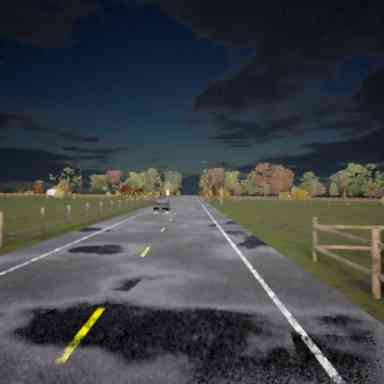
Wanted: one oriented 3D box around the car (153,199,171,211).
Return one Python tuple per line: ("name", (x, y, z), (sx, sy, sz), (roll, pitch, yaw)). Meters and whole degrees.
("car", (-3.588, 1.576, 40.630), (2.033, 1.411, 5.357), (0, 0, 0))
